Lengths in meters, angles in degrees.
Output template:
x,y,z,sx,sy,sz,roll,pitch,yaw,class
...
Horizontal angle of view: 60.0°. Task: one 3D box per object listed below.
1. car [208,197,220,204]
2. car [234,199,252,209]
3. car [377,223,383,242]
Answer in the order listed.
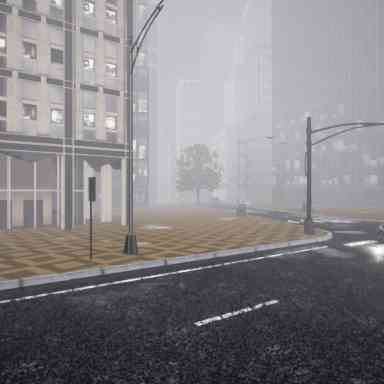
x,y,z,sx,sy,sz,roll,pitch,yaw,class
4.924,1.855,74.619,2.097,1.767,4.553,0,0,-8,car
8.039,1.842,52.504,1.812,1.442,4.674,0,0,-8,car
10.423,1.564,15.462,4.674,1.442,1.812,0,-1,-37,car
